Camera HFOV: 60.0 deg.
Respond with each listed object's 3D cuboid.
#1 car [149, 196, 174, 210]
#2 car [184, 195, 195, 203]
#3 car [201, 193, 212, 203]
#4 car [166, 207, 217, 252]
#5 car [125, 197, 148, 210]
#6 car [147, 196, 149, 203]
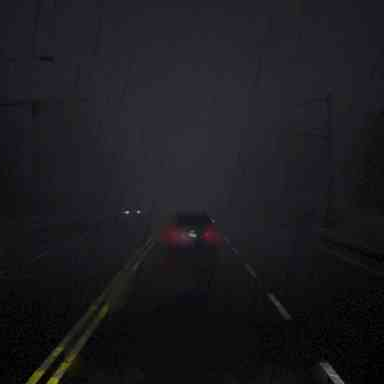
[{"bbox_3d":[-3.910,1.492,43.011,2.128,1.511,4.902,0,0,0],"label":"car"},{"bbox_3d":[-0.518,1.340,68.010,2.097,1.767,4.553,0,0,0],"label":"car"},{"bbox_3d":[2.982,1.206,68.097,2.150,2.045,5.566,0,0,0],"label":"car"},{"bbox_3d":[-0.002,1.546,13.823,2.033,1.411,5.357,0,0,0],"label":"car"},{"bbox_3d":[-7.413,1.606,43.455,1.895,1.301,4.718,0,0,0],"label":"car"},{"bbox_3d":[-7.485,1.508,60.119,1.837,1.490,4.892,0,0,0],"label":"car"}]
